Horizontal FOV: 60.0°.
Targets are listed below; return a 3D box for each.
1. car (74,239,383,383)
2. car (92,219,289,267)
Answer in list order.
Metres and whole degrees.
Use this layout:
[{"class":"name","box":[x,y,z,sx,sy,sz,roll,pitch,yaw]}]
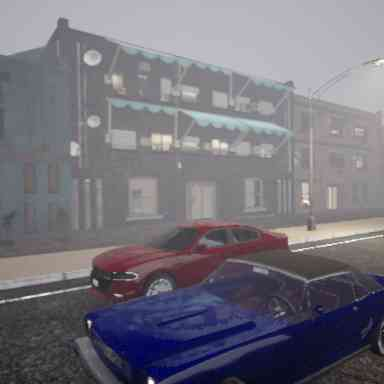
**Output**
[{"class":"car","box":[1.012,1.574,4.407,4.718,1.301,1.895,-1,0,-35]},{"class":"car","box":[0.189,1.440,7.812,5.008,1.535,1.882,-1,0,-35]}]
